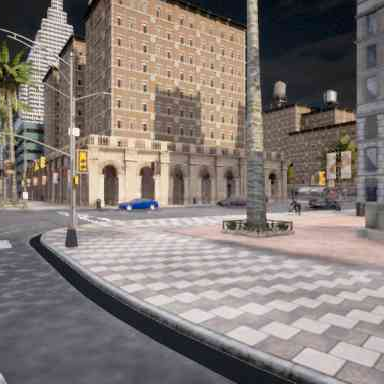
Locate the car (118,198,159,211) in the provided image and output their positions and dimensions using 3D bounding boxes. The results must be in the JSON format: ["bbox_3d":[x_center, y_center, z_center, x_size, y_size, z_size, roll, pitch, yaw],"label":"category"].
[{"bbox_3d":[-6.546,1.478,40.901,5.008,1.535,1.882,0,0,-33],"label":"car"}]

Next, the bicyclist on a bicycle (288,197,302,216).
[{"bbox_3d":[9.170,1.301,29.683,0.582,1.620,1.656,0,0,-33],"label":"bicyclist on a bicycle"}]

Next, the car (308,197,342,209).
[{"bbox_3d":[17.942,1.564,44.112,4.181,1.385,1.994,0,0,-33],"label":"car"}]

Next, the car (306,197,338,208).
[{"bbox_3d":[19.304,1.505,49.313,4.892,1.490,1.837,0,0,-34],"label":"car"}]

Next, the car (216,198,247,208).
[{"bbox_3d":[6.135,1.547,49.175,5.357,1.411,2.033,0,0,-33],"label":"car"}]

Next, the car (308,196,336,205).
[{"bbox_3d":[23.730,1.549,60.694,5.357,1.411,2.033,0,0,-34],"label":"car"}]
